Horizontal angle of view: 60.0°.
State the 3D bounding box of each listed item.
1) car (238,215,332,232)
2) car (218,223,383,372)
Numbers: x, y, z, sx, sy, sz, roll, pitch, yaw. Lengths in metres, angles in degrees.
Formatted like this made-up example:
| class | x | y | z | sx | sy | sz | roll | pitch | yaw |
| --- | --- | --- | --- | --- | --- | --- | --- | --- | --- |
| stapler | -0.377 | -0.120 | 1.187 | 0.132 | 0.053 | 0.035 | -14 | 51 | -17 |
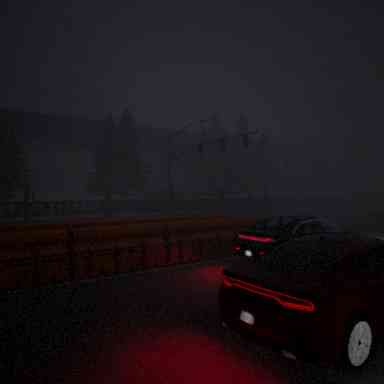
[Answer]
| class | x | y | z | sx | sy | sz | roll | pitch | yaw |
| --- | --- | --- | --- | --- | --- | --- | --- | --- | --- |
| car | 3.545 | 1.489 | 10.598 | 4.902 | 1.511 | 2.128 | 0 | 0 | -35 |
| car | 2.745 | 1.477 | 5.749 | 5.008 | 1.535 | 1.882 | 0 | 0 | -35 |
